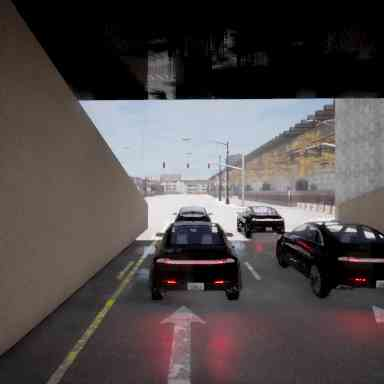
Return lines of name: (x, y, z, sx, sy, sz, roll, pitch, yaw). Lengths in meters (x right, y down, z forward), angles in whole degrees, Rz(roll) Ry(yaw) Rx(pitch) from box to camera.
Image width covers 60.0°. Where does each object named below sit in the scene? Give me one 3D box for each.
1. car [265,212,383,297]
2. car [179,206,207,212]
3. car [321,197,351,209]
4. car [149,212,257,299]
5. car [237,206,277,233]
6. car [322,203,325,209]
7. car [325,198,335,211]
car: (3.559, 1.492, 8.588, 2.128, 1.511, 4.902, 0, 0, 0)
car: (0.041, 1.505, 17.546, 1.837, 1.490, 4.892, 0, 0, 0)
car: (17.442, 1.295, 40.153, 1.853, 1.218, 4.536, 0, 0, 45)
car: (0.063, 1.492, 8.425, 2.128, 1.511, 4.902, 0, 0, 0)
car: (3.539, 1.491, 17.721, 2.128, 1.511, 4.902, 0, 0, 0)
car: (17.405, 1.452, 40.116, 2.038, 1.542, 4.974, 0, 0, 45)
car: (17.316, 1.452, 35.509, 2.038, 1.542, 4.974, 0, 0, -35)
